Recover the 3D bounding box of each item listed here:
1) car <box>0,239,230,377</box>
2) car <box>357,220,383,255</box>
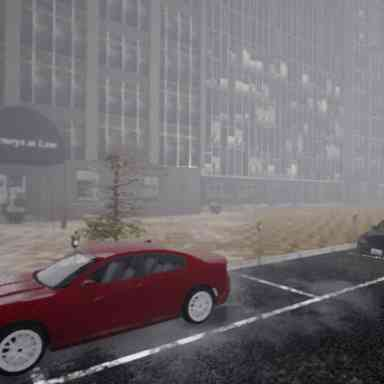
[{"bbox_3d":[-1.387,1.546,5.562,4.507,1.381,1.887,0,1,-36],"label":"car"},{"bbox_3d":[7.799,1.575,12.117,4.313,1.339,1.947,0,1,-36],"label":"car"}]
